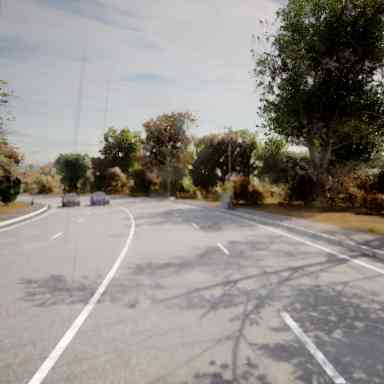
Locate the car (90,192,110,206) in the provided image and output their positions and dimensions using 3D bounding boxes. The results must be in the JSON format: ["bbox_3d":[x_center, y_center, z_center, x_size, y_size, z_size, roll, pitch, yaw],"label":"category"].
[{"bbox_3d":[-12.019,0.821,43.282,2.097,1.767,4.553,-2,1,-22],"label":"car"}]

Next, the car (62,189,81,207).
[{"bbox_3d":[-15.261,0.934,41.971,2.097,1.767,4.553,-2,1,-22],"label":"car"}]
